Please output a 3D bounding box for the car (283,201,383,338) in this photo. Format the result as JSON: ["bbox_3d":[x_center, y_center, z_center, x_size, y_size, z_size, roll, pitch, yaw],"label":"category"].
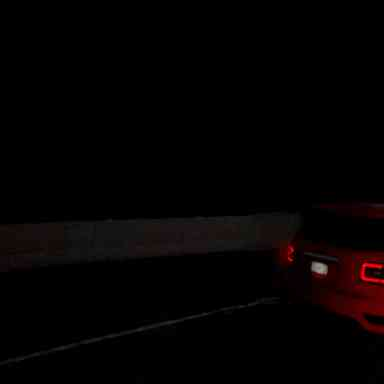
[{"bbox_3d":[4.238,1.195,6.060,5.566,2.045,2.150,0,0,-27],"label":"car"}]
